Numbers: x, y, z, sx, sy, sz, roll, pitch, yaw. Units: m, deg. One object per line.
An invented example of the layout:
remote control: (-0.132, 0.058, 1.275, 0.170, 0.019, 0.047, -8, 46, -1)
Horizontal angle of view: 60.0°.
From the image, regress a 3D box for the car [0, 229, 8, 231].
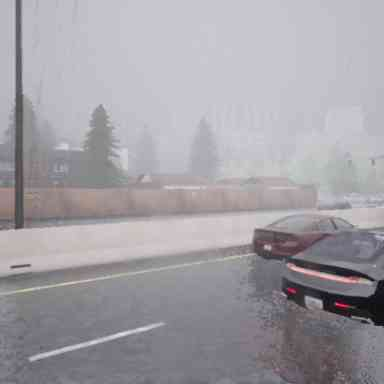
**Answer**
car: (-8.615, 1.499, 10.741, 4.902, 1.511, 2.128, 0, 0, -36)

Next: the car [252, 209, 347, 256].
car: (4.205, 1.453, 11.054, 5.008, 1.535, 1.882, 0, 0, -36)

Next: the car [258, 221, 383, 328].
car: (3.833, 1.473, 6.489, 4.902, 1.511, 2.128, 0, 0, -36)

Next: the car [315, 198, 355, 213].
car: (15.846, 1.439, 36.781, 4.674, 1.442, 1.812, 0, 0, -35)
